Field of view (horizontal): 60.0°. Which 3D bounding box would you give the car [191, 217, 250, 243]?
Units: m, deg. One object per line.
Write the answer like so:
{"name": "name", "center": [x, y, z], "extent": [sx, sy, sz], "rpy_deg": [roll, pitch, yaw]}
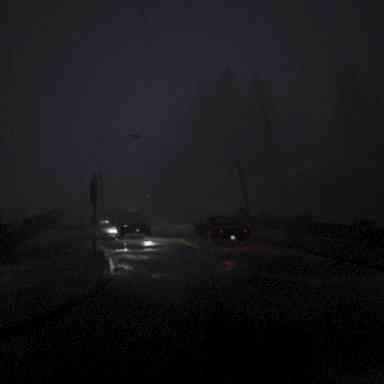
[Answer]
{"name": "car", "center": [1.420, 2.033, 18.788], "extent": [1.895, 1.301, 4.718], "rpy_deg": [0, -1, -17]}

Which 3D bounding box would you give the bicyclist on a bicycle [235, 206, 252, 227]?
{"name": "bicyclist on a bicycle", "center": [3.846, 1.918, 25.296], "extent": [1.656, 1.620, 0.582], "rpy_deg": [0, -1, -17]}

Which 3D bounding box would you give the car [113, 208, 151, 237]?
{"name": "car", "center": [-3.950, 2.065, 22.129], "extent": [1.812, 1.442, 4.674], "rpy_deg": [0, -1, -18]}

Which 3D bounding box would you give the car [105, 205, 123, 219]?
{"name": "car", "center": [-9.812, 2.496, 41.535], "extent": [1.882, 1.535, 5.008], "rpy_deg": [0, -1, -17]}

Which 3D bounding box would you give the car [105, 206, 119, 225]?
{"name": "car", "center": [-6.866, 2.268, 31.715], "extent": [2.128, 1.511, 4.902], "rpy_deg": [0, -1, -17]}
